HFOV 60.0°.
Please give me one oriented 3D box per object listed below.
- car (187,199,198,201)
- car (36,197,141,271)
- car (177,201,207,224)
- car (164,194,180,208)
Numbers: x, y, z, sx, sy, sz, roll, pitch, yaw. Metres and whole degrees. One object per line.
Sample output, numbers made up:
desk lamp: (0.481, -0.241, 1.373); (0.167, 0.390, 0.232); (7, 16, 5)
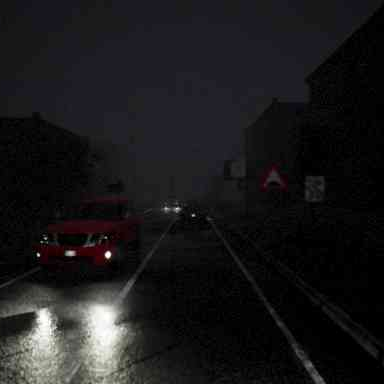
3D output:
car: (0.095, 1.635, 41.466); (1.837, 1.490, 4.892); (0, 0, 0)
car: (-3.108, 1.223, 11.251); (2.150, 2.045, 5.566); (0, 0, 0)
car: (0.092, 1.628, 25.469); (1.994, 1.385, 4.181); (0, 0, 0)
car: (-3.080, 1.376, 52.628); (2.150, 2.045, 5.566); (0, 0, 0)
